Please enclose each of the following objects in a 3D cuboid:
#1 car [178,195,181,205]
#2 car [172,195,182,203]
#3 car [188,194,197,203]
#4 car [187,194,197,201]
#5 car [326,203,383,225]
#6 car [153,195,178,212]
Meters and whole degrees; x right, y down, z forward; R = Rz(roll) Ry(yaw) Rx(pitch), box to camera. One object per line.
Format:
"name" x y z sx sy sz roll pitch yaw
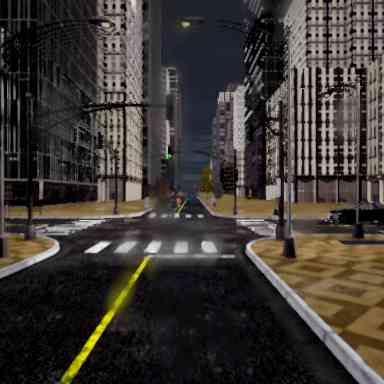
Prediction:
"car" -3.055 1.506 46.736 2.033 1.411 5.357 0 0 0
"car" -2.979 1.416 66.280 1.882 1.535 5.008 0 0 0
"car" 0.022 1.475 68.520 2.033 1.411 5.357 0 0 0
"car" 0.026 1.282 78.941 2.128 1.511 4.902 0 0 0
"car" 12.291 1.542 24.107 4.902 1.511 2.128 0 0 -3
"car" -3.103 1.320 37.263 2.097 1.767 4.553 0 0 1
